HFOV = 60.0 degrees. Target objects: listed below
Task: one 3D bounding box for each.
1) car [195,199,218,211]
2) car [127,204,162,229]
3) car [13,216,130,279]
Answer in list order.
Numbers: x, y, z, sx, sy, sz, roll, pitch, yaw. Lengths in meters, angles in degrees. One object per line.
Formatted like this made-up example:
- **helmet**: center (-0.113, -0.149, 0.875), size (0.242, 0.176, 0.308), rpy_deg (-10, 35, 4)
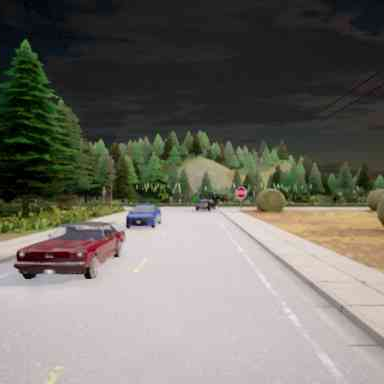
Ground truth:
- **car**: center (1.944, 1.675, 43.262), size (2.128, 1.511, 4.902), rpy_deg (0, 0, 19)
- **car**: center (-3.226, 1.576, 22.804), size (1.882, 1.535, 5.008), rpy_deg (0, 0, 1)
- **car**: center (-3.450, 1.646, 10.338), size (1.895, 1.301, 4.718), rpy_deg (0, 0, 1)
